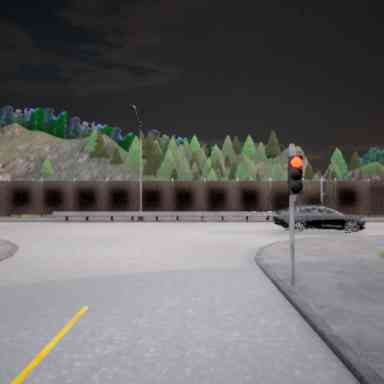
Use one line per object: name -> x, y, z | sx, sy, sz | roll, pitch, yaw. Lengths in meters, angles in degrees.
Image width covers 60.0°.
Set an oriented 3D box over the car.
car -> 6.902, 1.472, 18.302 | 4.902, 1.511, 2.128 | 0, 0, 0
